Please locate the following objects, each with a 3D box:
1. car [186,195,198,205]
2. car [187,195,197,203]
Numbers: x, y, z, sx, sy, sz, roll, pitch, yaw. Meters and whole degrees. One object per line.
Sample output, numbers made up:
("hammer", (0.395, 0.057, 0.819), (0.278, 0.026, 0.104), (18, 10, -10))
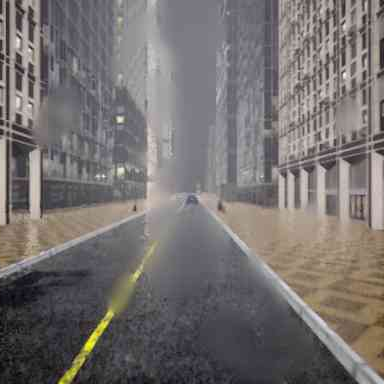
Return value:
("car", (-0.017, 1.316, 57.987), (2.097, 1.767, 4.553), (0, 0, 0))
("car", (-0.020, 1.383, 68.052), (1.837, 1.490, 4.892), (0, 0, 0))
